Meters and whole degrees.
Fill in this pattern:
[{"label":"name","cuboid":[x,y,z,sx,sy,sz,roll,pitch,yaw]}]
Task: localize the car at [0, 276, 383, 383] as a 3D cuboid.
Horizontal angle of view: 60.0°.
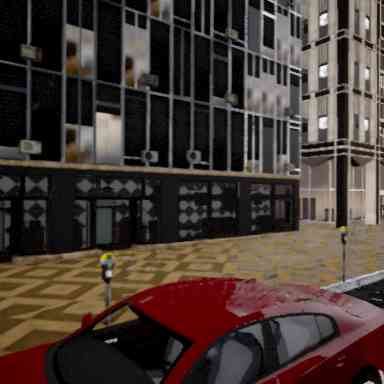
[{"label":"car","cuboid":[-0.014,1.540,2.861,4.507,1.381,1.887,0,1,-35]}]
